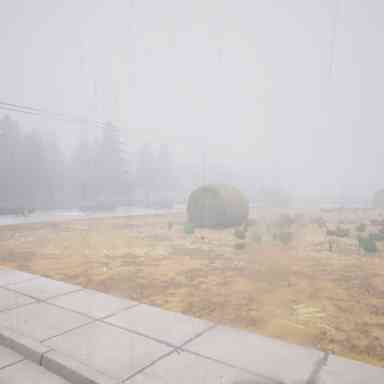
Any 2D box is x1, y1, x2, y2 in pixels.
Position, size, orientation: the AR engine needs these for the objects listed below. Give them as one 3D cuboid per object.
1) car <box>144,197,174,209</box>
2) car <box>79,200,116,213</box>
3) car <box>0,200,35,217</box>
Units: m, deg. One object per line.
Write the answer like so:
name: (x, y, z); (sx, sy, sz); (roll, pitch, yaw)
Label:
car: (-4.516, 1.532, 46.030); (1.837, 1.490, 4.892); (0, 0, 36)
car: (-10.674, 1.591, 37.750); (1.994, 1.385, 4.181); (0, 0, 36)
car: (-16.622, 1.518, 29.726); (2.128, 1.511, 4.902); (0, 0, 37)
